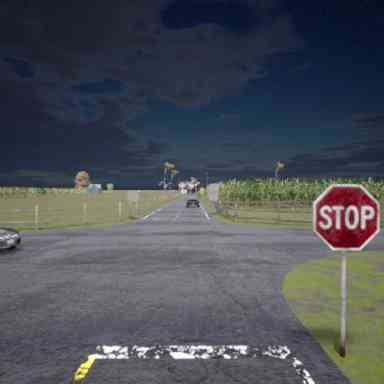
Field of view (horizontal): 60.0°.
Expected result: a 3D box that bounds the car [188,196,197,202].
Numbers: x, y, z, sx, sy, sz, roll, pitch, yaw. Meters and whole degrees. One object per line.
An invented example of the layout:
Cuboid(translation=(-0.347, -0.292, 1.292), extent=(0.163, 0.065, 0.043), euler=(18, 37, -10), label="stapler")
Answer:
Cuboid(translation=(0.050, 1.513, 72.796), extent=(1.895, 1.301, 4.718), euler=(0, 0, 0), label="car")

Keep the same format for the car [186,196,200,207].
Cuboid(translation=(0.135, 1.461, 50.057), extent=(1.837, 1.490, 4.892), euler=(0, 0, 0), label="car")

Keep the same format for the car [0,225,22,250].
Cuboid(translation=(-8.834, 1.556, 12.640), extent=(4.674, 1.442, 1.812), euler=(0, 0, 14), label="car")
